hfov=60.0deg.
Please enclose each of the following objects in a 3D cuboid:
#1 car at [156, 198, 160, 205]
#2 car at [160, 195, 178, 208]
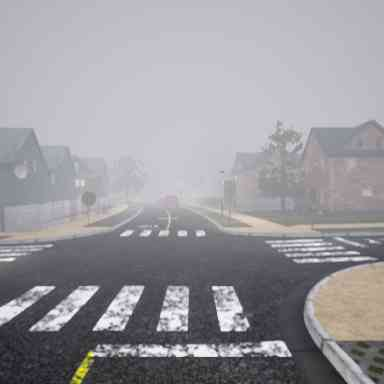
[{"bbox_3d":[-6.193,1.914,68.081,1.882,1.535,5.008,0,-1,-14],"label":"car"},{"bbox_3d":[-3.593,1.502,54.988,2.150,2.045,5.566,0,0,-10],"label":"car"}]
